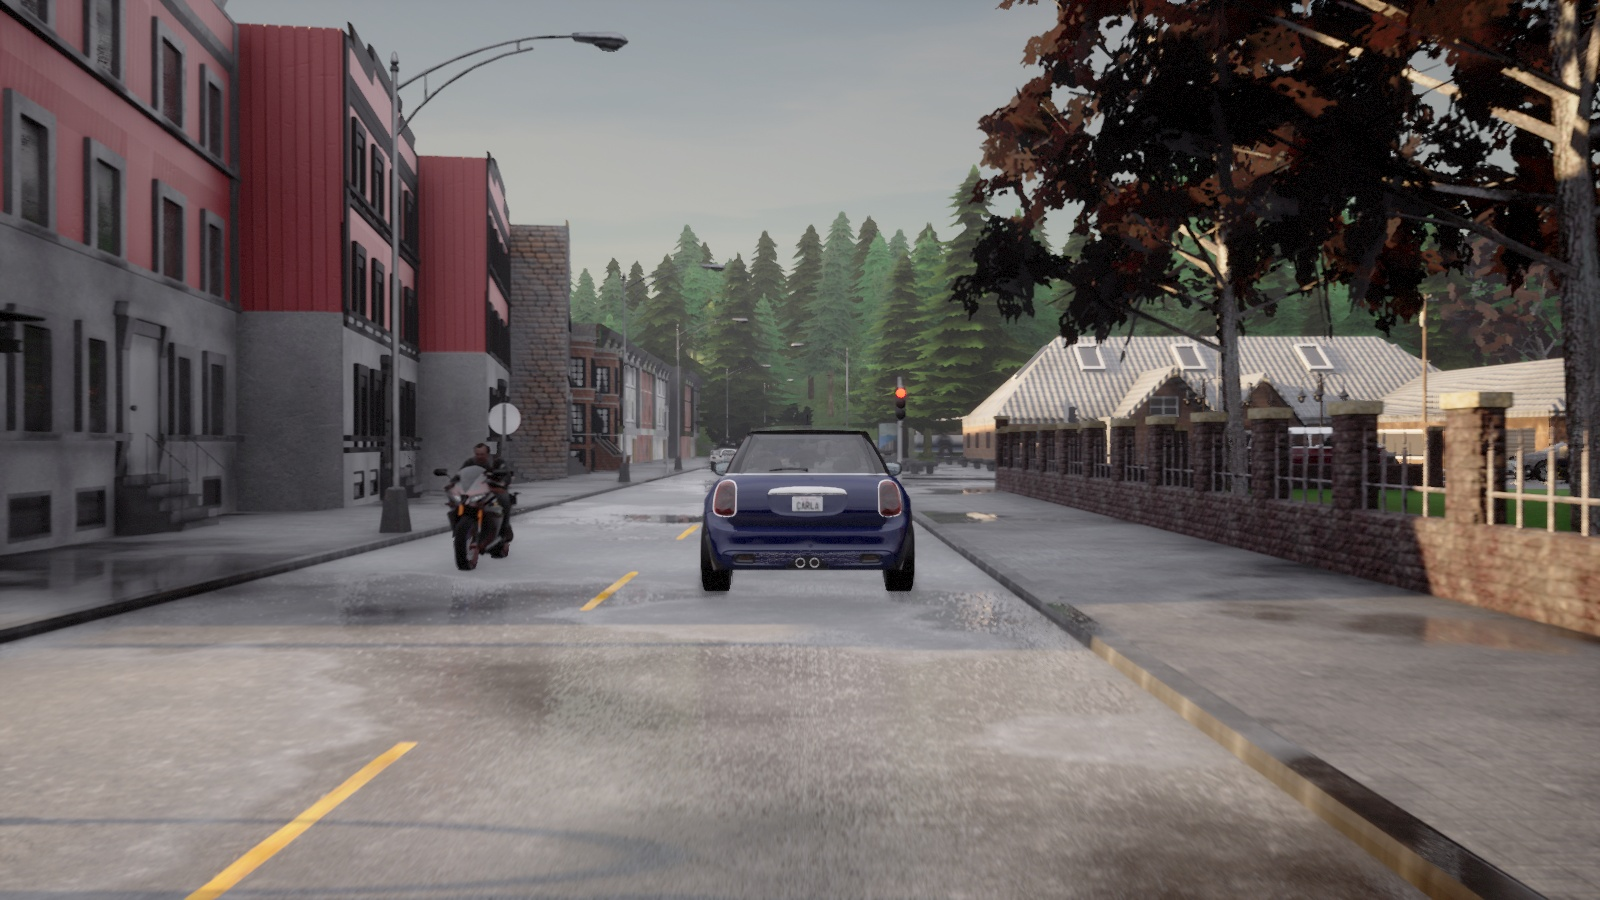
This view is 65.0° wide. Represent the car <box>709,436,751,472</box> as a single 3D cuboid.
[{"bbox_3d":[-3.635,0.187,66.148,1.932,1.855,4.605,0,0,0],"label":"car"}]

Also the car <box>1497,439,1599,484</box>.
[{"bbox_3d":[29.300,0.433,47.356,4.856,1.649,2.033,0,0,4],"label":"car"}]

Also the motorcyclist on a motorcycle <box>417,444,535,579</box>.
[{"bbox_3d":[-3.903,0.692,15.330,0.866,1.530,2.191,0,0,0],"label":"motorcyclist on a motorcycle"}]

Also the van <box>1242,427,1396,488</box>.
[{"bbox_3d":[17.965,0.241,43.587,4.480,2.038,2.069,0,0,-1],"label":"van"}]

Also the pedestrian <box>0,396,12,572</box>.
[{"bbox_3d":[-9.158,0.371,13.860,0.692,1.930,0.396,0,0,-18],"label":"pedestrian"}]

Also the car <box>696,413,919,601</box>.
[{"bbox_3d":[0.088,0.526,14.094,2.097,1.767,4.553,0,0,0],"label":"car"}]
